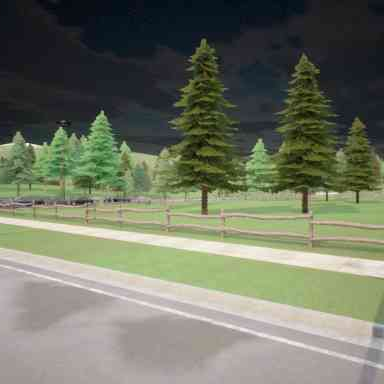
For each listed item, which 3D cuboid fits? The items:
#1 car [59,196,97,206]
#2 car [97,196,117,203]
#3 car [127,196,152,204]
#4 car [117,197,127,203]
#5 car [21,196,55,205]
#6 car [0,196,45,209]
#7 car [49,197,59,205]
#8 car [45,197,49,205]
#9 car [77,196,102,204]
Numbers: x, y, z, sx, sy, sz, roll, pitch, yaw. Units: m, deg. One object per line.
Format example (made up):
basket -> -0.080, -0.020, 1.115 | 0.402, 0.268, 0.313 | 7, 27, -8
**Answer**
car -> -17.976, 1.505, 52.753 | 1.837, 1.490, 4.892 | 0, 0, 35
car -> -16.531, 1.478, 66.835 | 1.882, 1.535, 5.008 | 0, 0, 35
car -> -9.802, 1.526, 64.310 | 1.812, 1.442, 4.674 | 0, 0, 36
car -> -11.955, 1.548, 67.271 | 2.033, 1.411, 5.357 | 0, 0, 35
car -> -26.924, 1.491, 58.250 | 2.128, 1.511, 4.902 | 0, 0, 35
car -> -23.162, 1.352, 45.383 | 2.097, 1.767, 4.553 | 0, 0, 35
car -> -20.410, 1.547, 55.374 | 2.033, 1.411, 5.357 | 0, 0, 35
car -> -23.551, 1.564, 56.975 | 1.994, 1.385, 4.181 | 0, 0, 35
car -> -20.684, 1.524, 66.993 | 1.812, 1.442, 4.674 | 0, 0, 35
